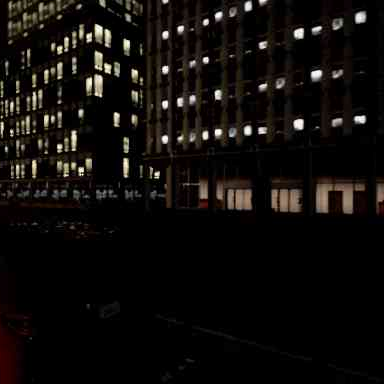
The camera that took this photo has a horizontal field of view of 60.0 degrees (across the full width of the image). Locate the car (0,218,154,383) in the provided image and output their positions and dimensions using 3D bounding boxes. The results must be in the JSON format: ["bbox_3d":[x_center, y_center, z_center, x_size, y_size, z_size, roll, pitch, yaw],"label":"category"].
[{"bbox_3d":[-2.804,1.316,4.868,5.009,1.841,2.192,0,0,36],"label":"car"}]
